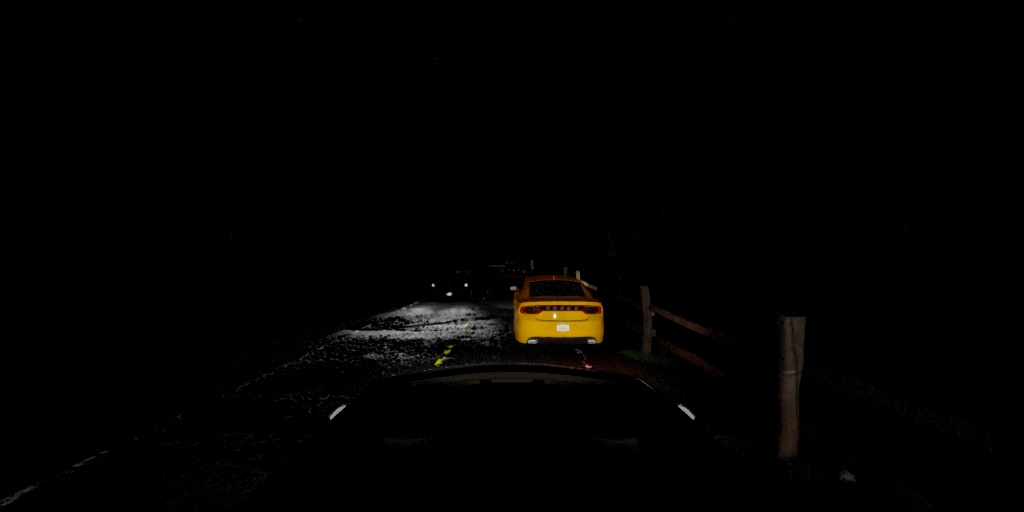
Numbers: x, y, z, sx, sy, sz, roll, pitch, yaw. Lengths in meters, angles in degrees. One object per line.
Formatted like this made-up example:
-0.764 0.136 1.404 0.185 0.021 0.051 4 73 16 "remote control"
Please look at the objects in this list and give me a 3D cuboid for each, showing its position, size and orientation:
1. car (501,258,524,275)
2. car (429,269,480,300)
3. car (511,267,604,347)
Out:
0.175 1.219 38.330 2.128 1.511 4.902 0 0 0 "car"
-2.707 1.346 17.762 1.895 1.301 4.718 0 0 0 "car"
0.985 1.227 9.357 1.882 1.535 5.008 0 0 0 "car"
